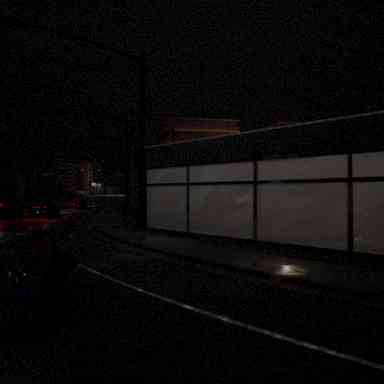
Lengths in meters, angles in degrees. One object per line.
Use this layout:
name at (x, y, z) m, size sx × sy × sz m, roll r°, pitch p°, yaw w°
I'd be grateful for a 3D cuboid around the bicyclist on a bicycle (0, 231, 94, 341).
bicyclist on a bicycle at (-2.356, 1.452, 5.392) m, size 1.656 × 1.620 × 0.582 m, roll -1°, pitch 1°, yaw -44°

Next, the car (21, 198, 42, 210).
car at (-20.756, 1.546, 42.971) m, size 1.994 × 1.385 × 4.181 m, roll 0°, pitch 0°, yaw -33°

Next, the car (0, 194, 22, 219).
car at (-16.725, 1.221, 29.298) m, size 2.150 × 2.045 × 5.566 m, roll 0°, pitch 0°, yaw -11°

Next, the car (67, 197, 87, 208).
car at (-16.102, 1.458, 46.746) m, size 1.882 × 1.535 × 5.008 m, roll 0°, pitch 0°, yaw -7°

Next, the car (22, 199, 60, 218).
car at (-13.342, 1.491, 30.214) m, size 2.128 × 1.511 × 4.902 m, roll 0°, pitch 0°, yaw -11°
